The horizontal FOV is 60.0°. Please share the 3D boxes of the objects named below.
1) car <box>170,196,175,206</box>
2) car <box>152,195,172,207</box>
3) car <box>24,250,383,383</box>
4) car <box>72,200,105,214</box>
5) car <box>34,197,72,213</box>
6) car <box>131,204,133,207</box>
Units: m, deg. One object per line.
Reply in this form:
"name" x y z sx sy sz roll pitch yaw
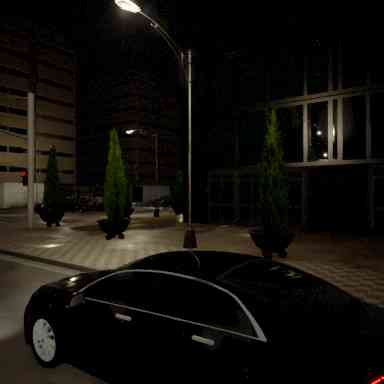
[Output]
"car" -0.785 1.656 50.229 1.895 1.301 4.718 0 0 35
"car" -4.100 1.407 51.926 2.097 1.767 4.553 0 0 35
"car" -0.167 1.505 4.109 4.892 1.490 1.837 0 0 36
"car" -10.356 1.656 36.646 1.895 1.301 4.718 0 0 35
"car" -14.986 1.407 36.498 2.097 1.767 4.553 0 0 35
"car" -9.865 1.581 43.750 1.812 1.442 4.674 0 0 35
